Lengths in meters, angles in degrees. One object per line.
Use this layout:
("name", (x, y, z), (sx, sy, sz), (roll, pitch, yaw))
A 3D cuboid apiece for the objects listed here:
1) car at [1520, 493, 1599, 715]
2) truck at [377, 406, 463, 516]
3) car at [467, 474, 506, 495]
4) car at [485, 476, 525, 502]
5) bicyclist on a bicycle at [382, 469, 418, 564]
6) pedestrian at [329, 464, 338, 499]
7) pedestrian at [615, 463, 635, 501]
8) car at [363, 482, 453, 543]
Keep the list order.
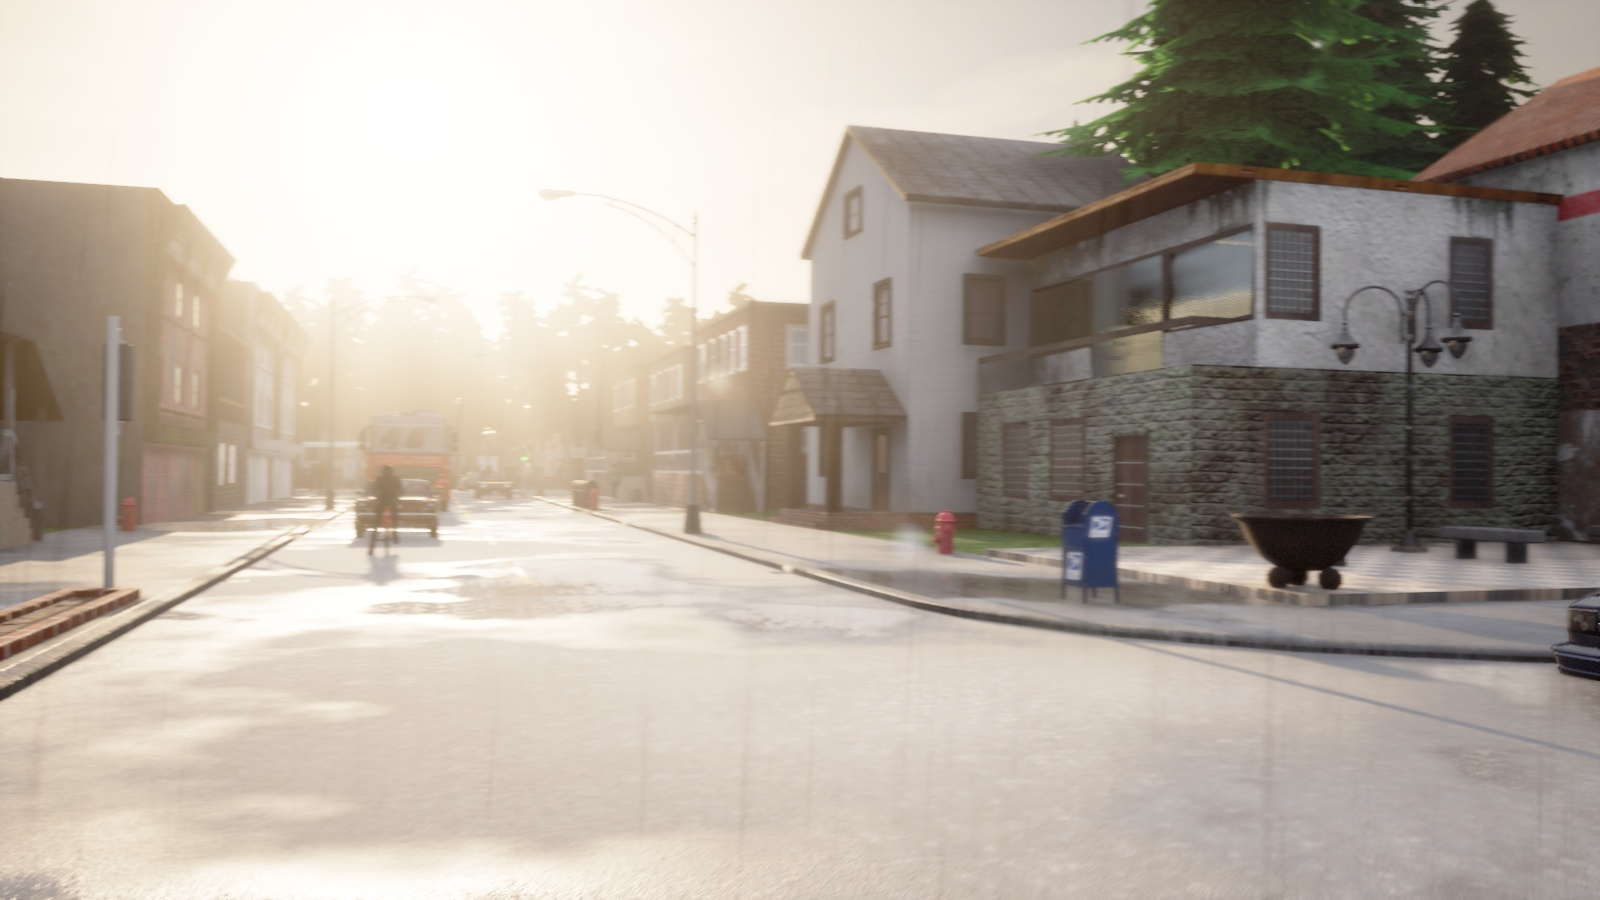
("car", (7.824, 1.003, 8.409), (5.357, 1.411, 2.033), (0, -1, -16))
("truck", (-14.485, 0.472, 48.126), (2.891, 3.827, 8.468), (0, -1, -16))
("car", (-21.505, 2.347, 86.058), (1.994, 1.385, 4.181), (0, -1, -23))
("car", (-15.891, 2.067, 67.506), (1.895, 1.301, 4.718), (0, -1, -16))
("bicyclist on a bicycle", (-7.141, 1.152, 22.463), (0.582, 1.620, 1.656), (0, -1, -16))
("pedestrian", (-24.666, 1.660, 66.391), (0.353, 1.847, 0.614), (0, -1, -14))
("pedestrian", (-8.561, 1.571, 61.465), (0.874, 1.855, 0.900), (0, -1, -14))
("car", (-9.260, 1.426, 29.897), (1.895, 1.301, 4.718), (0, -1, -16))
